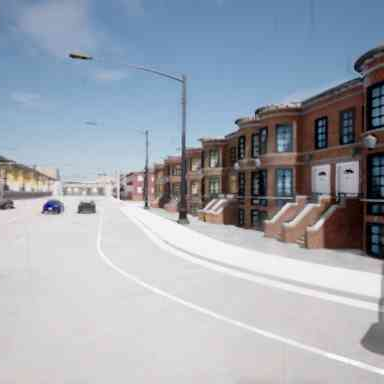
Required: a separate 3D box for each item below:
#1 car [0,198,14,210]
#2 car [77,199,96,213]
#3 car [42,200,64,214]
[{"bbox_3d":[-24.210,1.483,42.385,1.882,1.535,5.008,1,-1,-14],"label":"car"},{"bbox_3d":[-12.202,1.592,38.640,2.128,1.511,4.902,1,0,-15],"label":"car"},{"bbox_3d":[-15.323,1.586,36.814,1.812,1.442,4.674,1,0,-15],"label":"car"}]
